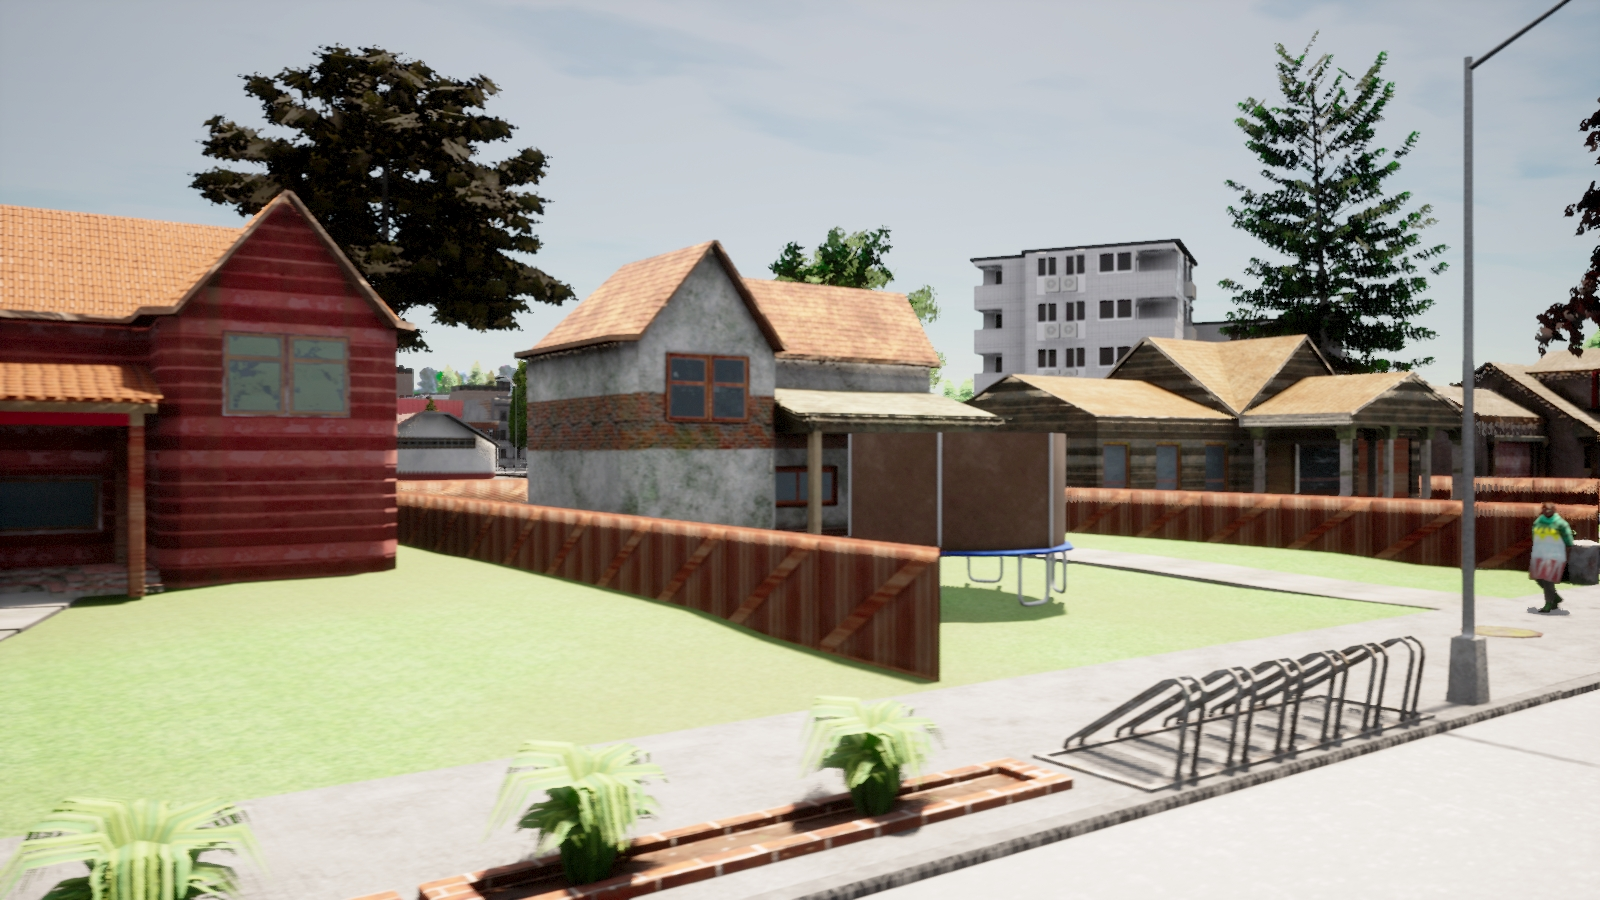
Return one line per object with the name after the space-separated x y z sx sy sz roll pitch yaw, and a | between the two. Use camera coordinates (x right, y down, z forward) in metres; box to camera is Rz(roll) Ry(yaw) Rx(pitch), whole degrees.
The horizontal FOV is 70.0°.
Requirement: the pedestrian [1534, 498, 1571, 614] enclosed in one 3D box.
12.447 1.740 18.902 0.375 1.860 0.375 0 0 -27 | pedestrian

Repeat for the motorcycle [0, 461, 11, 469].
-116.557 2.186 166.898 2.033 1.199 0.803 -1 0 -35 | motorcycle
